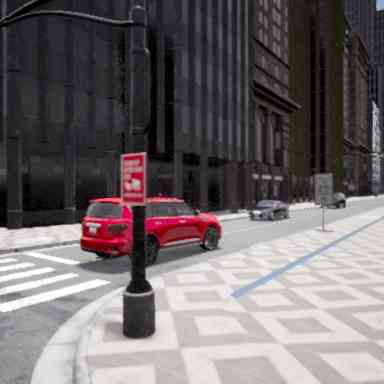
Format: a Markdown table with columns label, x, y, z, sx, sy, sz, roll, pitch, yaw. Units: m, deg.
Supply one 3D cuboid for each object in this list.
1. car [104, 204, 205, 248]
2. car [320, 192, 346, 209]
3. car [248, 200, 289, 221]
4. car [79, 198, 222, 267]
| label | x | y | z | sx | sy | sz | roll | pitch | yaw |
| --- | --- | --- | --- | --- | --- | --- | --- | --- | --- |
| car | -1.571 | 1.447 | 15.863 | 1.882 | 1.535 | 5.008 | 0 | 0 | 36 |
| car | 18.269 | 1.063 | 42.955 | 2.150 | 2.045 | 5.566 | 0 | 0 | 36 |
| car | 6.198 | 1.421 | 26.523 | 2.128 | 1.511 | 4.902 | 0 | 0 | 36 |
| car | -1.190 | 1.199 | 11.752 | 2.150 | 2.045 | 5.566 | -1 | 0 | 39 |
